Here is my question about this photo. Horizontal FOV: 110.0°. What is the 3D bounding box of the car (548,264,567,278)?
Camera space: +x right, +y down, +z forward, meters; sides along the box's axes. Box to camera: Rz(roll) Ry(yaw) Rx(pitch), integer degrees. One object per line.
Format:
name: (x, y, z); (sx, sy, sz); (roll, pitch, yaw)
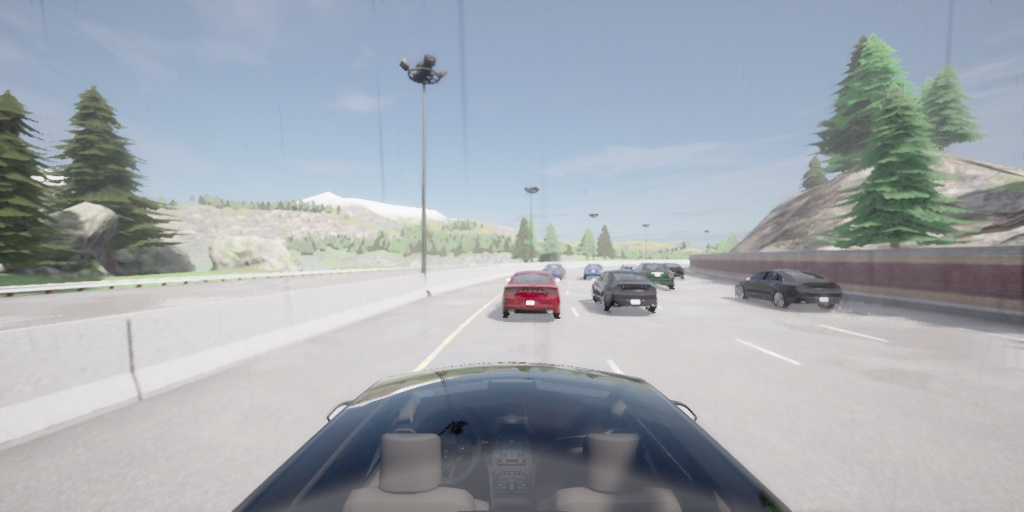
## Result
car: (3.899, 1.429, 32.885); (2.033, 1.411, 5.357); (0, 0, 13)

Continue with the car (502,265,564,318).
car: (0.776, 1.276, 13.336); (1.882, 1.535, 5.008); (0, 0, 5)

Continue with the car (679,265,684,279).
car: (15.187, 1.383, 34.572); (1.882, 1.535, 5.008); (0, 0, 15)

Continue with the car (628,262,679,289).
car: (9.277, 1.206, 24.072); (2.097, 1.767, 4.553); (0, 0, 9)

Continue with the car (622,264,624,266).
car: (13.747, 1.535, 42.084); (1.895, 1.301, 4.718); (0, 0, 18)

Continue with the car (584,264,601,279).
car: (7.903, 1.442, 34.553); (2.033, 1.411, 5.357); (0, 0, 14)

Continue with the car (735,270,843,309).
car: (11.518, 1.327, 15.350); (1.837, 1.490, 4.892); (0, 0, 6)

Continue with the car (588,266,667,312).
car: (4.399, 1.313, 14.512); (1.837, 1.490, 4.892); (0, 0, 5)
